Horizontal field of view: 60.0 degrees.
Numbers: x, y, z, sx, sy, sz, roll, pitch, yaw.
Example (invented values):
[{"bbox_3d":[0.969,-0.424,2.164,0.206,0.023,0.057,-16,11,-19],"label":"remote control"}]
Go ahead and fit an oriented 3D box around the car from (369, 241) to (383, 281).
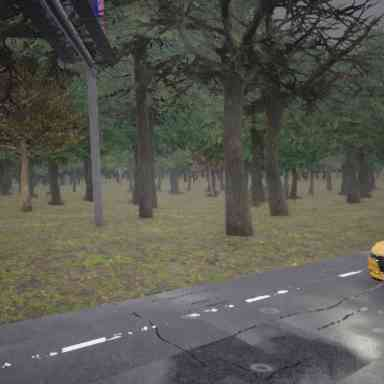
[{"bbox_3d":[6.542,1.468,8.654,5.008,1.535,1.882,0,0,-35],"label":"car"}]
